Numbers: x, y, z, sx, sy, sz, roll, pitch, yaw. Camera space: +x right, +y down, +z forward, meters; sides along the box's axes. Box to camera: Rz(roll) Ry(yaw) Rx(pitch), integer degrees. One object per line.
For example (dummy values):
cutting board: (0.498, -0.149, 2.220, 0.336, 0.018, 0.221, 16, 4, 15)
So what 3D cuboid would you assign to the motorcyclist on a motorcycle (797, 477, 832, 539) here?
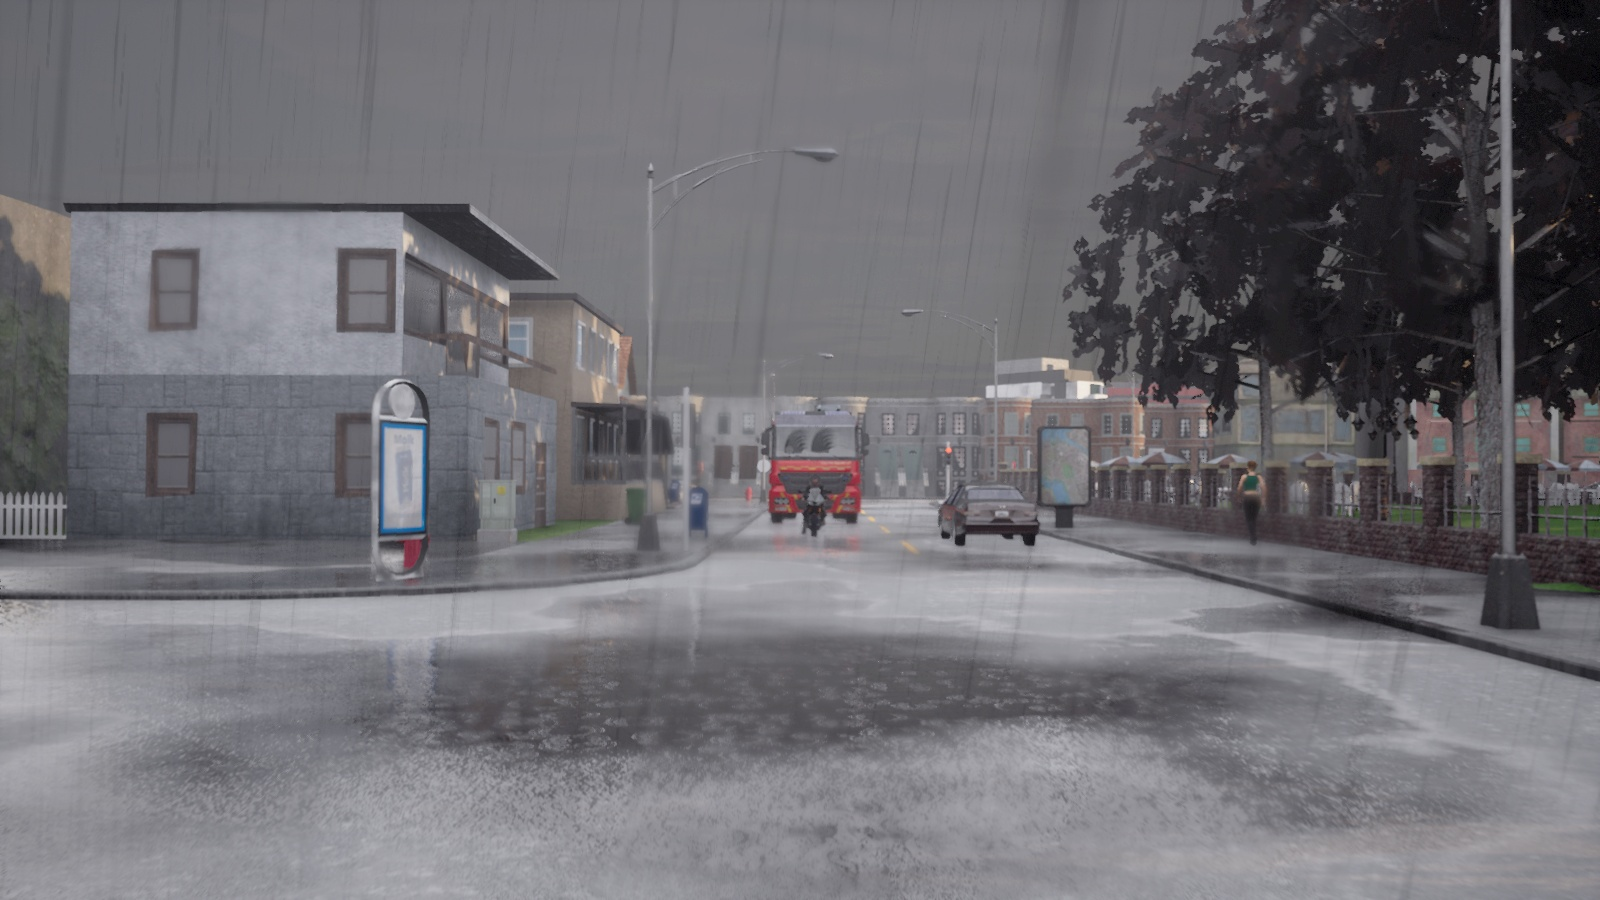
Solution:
motorcyclist on a motorcycle: (0.384, 1.476, 32.501, 0.866, 1.530, 2.191, 0, -1, 1)

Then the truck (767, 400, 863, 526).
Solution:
truck: (0.496, 0.467, 42.448, 2.891, 3.827, 8.468, 0, -1, 1)

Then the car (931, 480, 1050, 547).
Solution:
car: (4.356, 1.417, 29.567, 2.033, 1.411, 5.357, 0, -1, 1)

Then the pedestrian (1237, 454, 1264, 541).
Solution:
pedestrian: (9.674, 1.008, 26.954, 0.345, 1.836, 0.594, 0, -1, 0)
